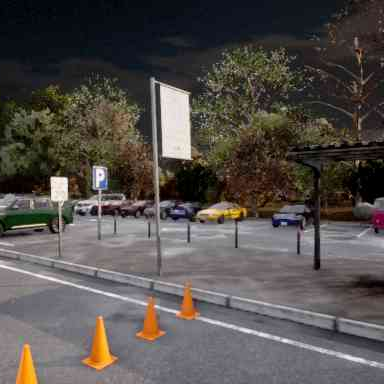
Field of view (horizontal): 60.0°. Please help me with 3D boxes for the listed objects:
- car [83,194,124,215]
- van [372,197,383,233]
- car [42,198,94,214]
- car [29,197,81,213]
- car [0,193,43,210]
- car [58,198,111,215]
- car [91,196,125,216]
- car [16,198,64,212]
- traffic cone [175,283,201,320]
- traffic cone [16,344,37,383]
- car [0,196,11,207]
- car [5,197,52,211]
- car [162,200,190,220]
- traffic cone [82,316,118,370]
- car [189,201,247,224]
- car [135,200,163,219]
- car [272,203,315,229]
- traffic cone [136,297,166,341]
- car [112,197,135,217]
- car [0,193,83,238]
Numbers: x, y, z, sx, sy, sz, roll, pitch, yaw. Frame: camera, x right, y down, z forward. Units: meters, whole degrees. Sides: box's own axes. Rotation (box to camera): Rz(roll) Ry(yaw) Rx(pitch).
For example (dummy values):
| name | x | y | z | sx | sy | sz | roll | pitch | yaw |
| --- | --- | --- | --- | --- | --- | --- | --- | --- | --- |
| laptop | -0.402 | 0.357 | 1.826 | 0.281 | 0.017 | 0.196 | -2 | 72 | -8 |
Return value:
| name | x | y | z | sx | sy | sz | roll | pitch | yaw |
| --- | --- | --- | --- | --- | --- | --- | --- | --- | --- |
| car | -8.942 | 1.210 | 33.299 | 2.435 | 2.045 | 5.566 | 0 | 0 | 35 |
| van | 11.580 | 1.264 | 19.055 | 1.878 | 1.987 | 4.442 | 0 | 0 | 35 |
| car | -13.471 | 1.452 | 36.510 | 2.097 | 1.535 | 5.008 | 0 | 0 | 35 |
| car | -15.634 | 1.442 | 38.262 | 1.946 | 1.575 | 5.366 | 0 | 0 | 35 |
| car | -22.571 | 1.150 | 42.876 | 2.435 | 2.045 | 5.566 | 0 | 0 | 35 |
| car | -11.199 | 1.459 | 34.912 | 2.231 | 1.521 | 4.892 | 0 | 0 | 35 |
| car | -6.651 | 1.464 | 31.730 | 2.097 | 1.535 | 5.008 | 0 | 0 | 35 |
| car | -18.025 | 1.466 | 39.681 | 2.163 | 1.488 | 4.792 | 0 | 0 | 35 |
| traffic cone | -0.073 | 1.957 | 6.058 | 0.340 | 0.580 | 0.340 | 0 | 0 | 36 |
| traffic cone | -1.799 | 1.957 | 3.609 | 0.340 | 0.580 | 0.340 | 0 | 0 | 35 |
| car | -29.262 | 1.329 | 47.841 | 1.946 | 1.575 | 5.366 | 1 | 0 | 35 |
| car | -20.269 | 1.449 | 41.329 | 2.163 | 1.488 | 4.792 | 0 | 0 | 35 |
| car | 0.175 | 1.503 | 26.963 | 2.163 | 1.488 | 4.792 | 0 | 0 | 35 |
| traffic cone | -1.223 | 1.957 | 4.425 | 0.340 | 0.580 | 0.340 | 0 | 0 | 35 |
| car | 2.323 | 1.474 | 25.191 | 1.946 | 1.575 | 5.366 | 0 | 0 | 35 |
| car | -2.108 | 1.472 | 28.539 | 2.231 | 1.521 | 4.892 | 0 | 0 | 35 |
| car | 6.955 | 1.513 | 22.127 | 2.163 | 1.488 | 4.792 | 0 | 0 | 35 |
| traffic cone | -0.648 | 1.957 | 5.242 | 0.340 | 0.580 | 0.340 | 0 | 0 | 35 |
| car | -4.380 | 1.467 | 30.135 | 2.097 | 1.535 | 5.008 | 0 | 0 | 35 |
| car | -8.936 | 1.219 | 17.309 | 2.435 | 2.045 | 5.566 | 0 | 0 | 35 |
